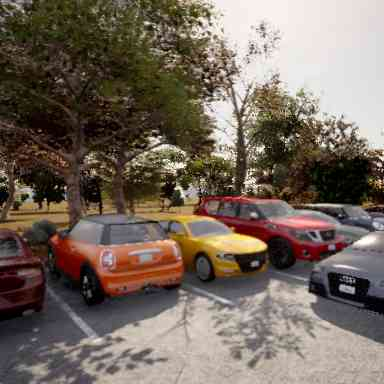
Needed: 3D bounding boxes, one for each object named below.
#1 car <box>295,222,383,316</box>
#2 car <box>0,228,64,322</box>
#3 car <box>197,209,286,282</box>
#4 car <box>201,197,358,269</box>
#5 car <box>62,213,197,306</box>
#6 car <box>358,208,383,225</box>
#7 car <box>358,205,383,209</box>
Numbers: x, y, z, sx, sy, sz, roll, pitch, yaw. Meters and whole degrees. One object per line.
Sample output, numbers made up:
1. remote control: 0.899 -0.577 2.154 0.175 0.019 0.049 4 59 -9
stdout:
1. car: 4.409 1.561 7.136 4.181 1.385 1.994 0 0 -35
2. car: -4.442 1.480 6.884 2.097 1.535 5.008 0 0 -35
3. car: 0.086 1.477 10.126 2.097 1.535 5.008 0 0 -35
4. car: 2.374 1.225 11.718 2.435 2.045 5.566 0 0 -36
5. car: -2.160 1.353 8.479 2.185 1.767 4.553 0 0 -35
6. car: 4.621 1.476 13.362 2.231 1.521 4.892 0 0 -35
7. car: 6.874 1.346 15.000 2.185 1.767 4.553 0 0 -35
